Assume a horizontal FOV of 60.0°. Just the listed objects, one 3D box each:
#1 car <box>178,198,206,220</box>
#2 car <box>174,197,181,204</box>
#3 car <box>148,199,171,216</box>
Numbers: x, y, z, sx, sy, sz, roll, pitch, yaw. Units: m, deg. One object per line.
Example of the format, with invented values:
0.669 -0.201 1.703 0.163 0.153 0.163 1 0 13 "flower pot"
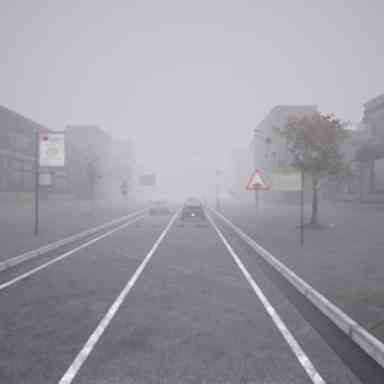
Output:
0.082 1.482 27.684 1.837 1.490 4.892 0 0 0 "car"
-3.032 1.884 73.372 1.812 1.442 4.674 0 -1 0 "car"
-3.107 1.473 32.851 1.837 1.490 4.892 0 0 0 "car"
